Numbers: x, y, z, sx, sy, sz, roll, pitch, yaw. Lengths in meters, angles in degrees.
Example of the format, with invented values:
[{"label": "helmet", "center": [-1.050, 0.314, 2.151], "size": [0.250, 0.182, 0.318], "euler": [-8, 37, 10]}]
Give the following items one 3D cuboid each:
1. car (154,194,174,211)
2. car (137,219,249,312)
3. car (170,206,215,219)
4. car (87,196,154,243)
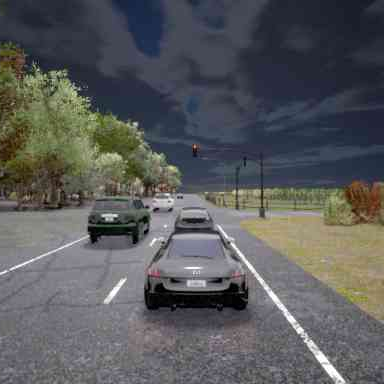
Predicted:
[{"label": "car", "center": [-3.402, 1.231, 40.209], "size": [2.150, 2.045, 5.566], "euler": [0, 0, 0]}, {"label": "car", "center": [0.094, 1.566, 7.820], "size": [1.994, 1.385, 4.181], "euler": [0, 0, 0]}, {"label": "car", "center": [0.100, 1.510, 16.733], "size": [1.837, 1.490, 4.892], "euler": [0, 0, 0]}, {"label": "car", "center": [-3.400, 1.225, 16.345], "size": [2.150, 2.045, 5.566], "euler": [0, 0, 0]}]
